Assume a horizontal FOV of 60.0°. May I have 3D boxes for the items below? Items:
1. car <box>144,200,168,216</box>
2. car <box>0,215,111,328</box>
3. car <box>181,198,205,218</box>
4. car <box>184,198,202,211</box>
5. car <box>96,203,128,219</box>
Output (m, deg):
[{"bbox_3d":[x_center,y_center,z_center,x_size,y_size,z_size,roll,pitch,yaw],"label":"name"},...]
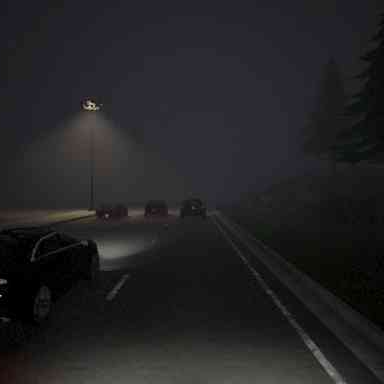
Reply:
[{"bbox_3d":[-3.405,1.478,32.152,1.882,1.535,5.008,0,0,0],"label":"car"},{"bbox_3d":[-3.401,1.492,6.968,2.128,1.511,4.902,0,0,0],"label":"car"},{"bbox_3d":[0.091,1.352,29.750,2.097,1.767,4.553,0,0,0],"label":"car"},{"bbox_3d":[0.140,1.491,41.373,2.128,1.511,4.902,0,0,1],"label":"car"},{"bbox_3d":[-6.909,1.601,29.284,1.895,1.301,4.718,0,0,0],"label":"car"}]
